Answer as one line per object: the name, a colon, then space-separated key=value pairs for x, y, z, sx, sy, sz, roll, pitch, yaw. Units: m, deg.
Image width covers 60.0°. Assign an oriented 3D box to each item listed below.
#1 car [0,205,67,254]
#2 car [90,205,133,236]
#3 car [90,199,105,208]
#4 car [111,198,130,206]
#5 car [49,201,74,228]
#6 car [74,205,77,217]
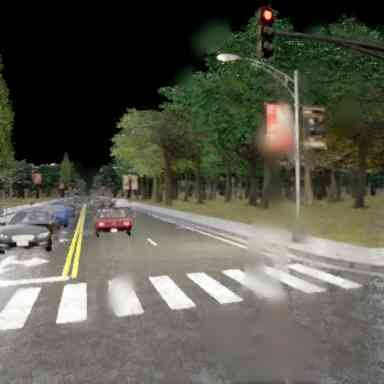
car: x=-6.711 y=1.563 z=14.084 sx=2.128 sy=1.511 sz=4.902 roll=-1 pitch=0 yaw=-18
car: x=-4.580 y=1.645 z=18.825 sx=1.895 sy=1.301 sz=4.718 roll=-1 pitch=0 yaw=-17
car: x=-12.631 y=1.636 z=44.215 sx=2.128 sy=1.511 sz=4.902 roll=-1 pitch=0 yaw=-17
car: x=-9.340 y=1.630 z=44.556 sx=1.812 sy=1.442 sz=4.674 roll=-1 pitch=0 yaw=-17
car: x=-9.494 y=1.578 z=23.068 sx=1.882 sy=1.535 sz=5.008 roll=-1 pitch=0 yaw=-17
car: x=-12.458 y=1.627 z=32.760 sx=2.128 sy=1.511 sz=4.902 roll=-1 pitch=0 yaw=-17
